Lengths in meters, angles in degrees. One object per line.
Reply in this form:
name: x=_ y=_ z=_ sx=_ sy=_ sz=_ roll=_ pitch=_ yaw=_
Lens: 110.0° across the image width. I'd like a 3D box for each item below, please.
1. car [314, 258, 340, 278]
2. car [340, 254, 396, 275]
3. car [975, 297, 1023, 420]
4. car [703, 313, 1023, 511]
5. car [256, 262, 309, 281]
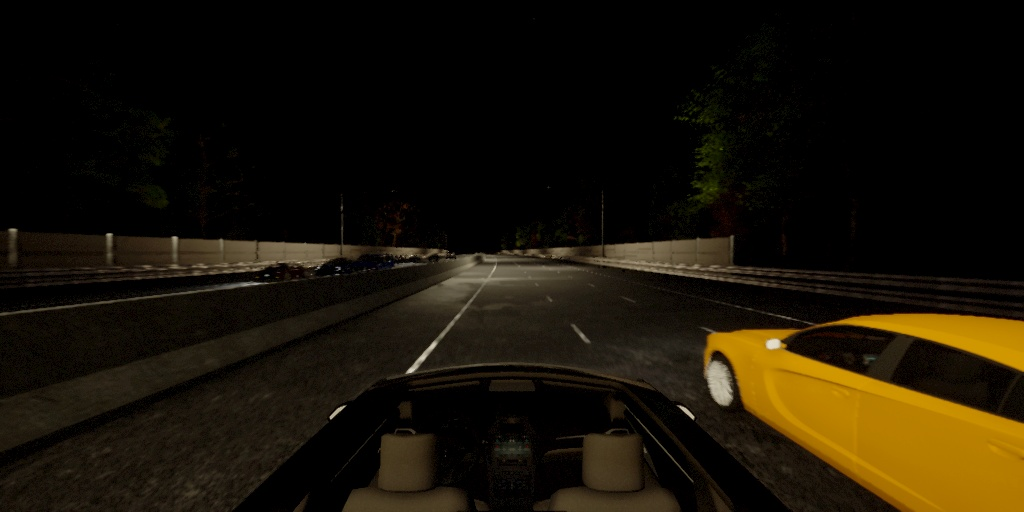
car: x=-14.276 y=0.955 z=29.608 sx=2.097 sy=1.767 sz=4.553 roll=0 pitch=1 yaw=-1
car: x=-10.763 y=0.843 z=27.769 sx=2.150 sy=2.045 sz=5.566 roll=0 pitch=1 yaw=-1
car: x=7.096 y=1.263 z=2.452 sx=1.812 sy=1.442 sz=4.674 roll=0 pitch=0 yaw=0
car: x=3.596 y=1.220 z=3.001 sx=1.882 sy=1.535 sz=5.008 roll=0 pitch=0 yaw=0
car: x=-17.760 y=1.191 z=27.949 sx=1.994 sy=1.385 sz=4.181 roll=0 pitch=1 yaw=-1
